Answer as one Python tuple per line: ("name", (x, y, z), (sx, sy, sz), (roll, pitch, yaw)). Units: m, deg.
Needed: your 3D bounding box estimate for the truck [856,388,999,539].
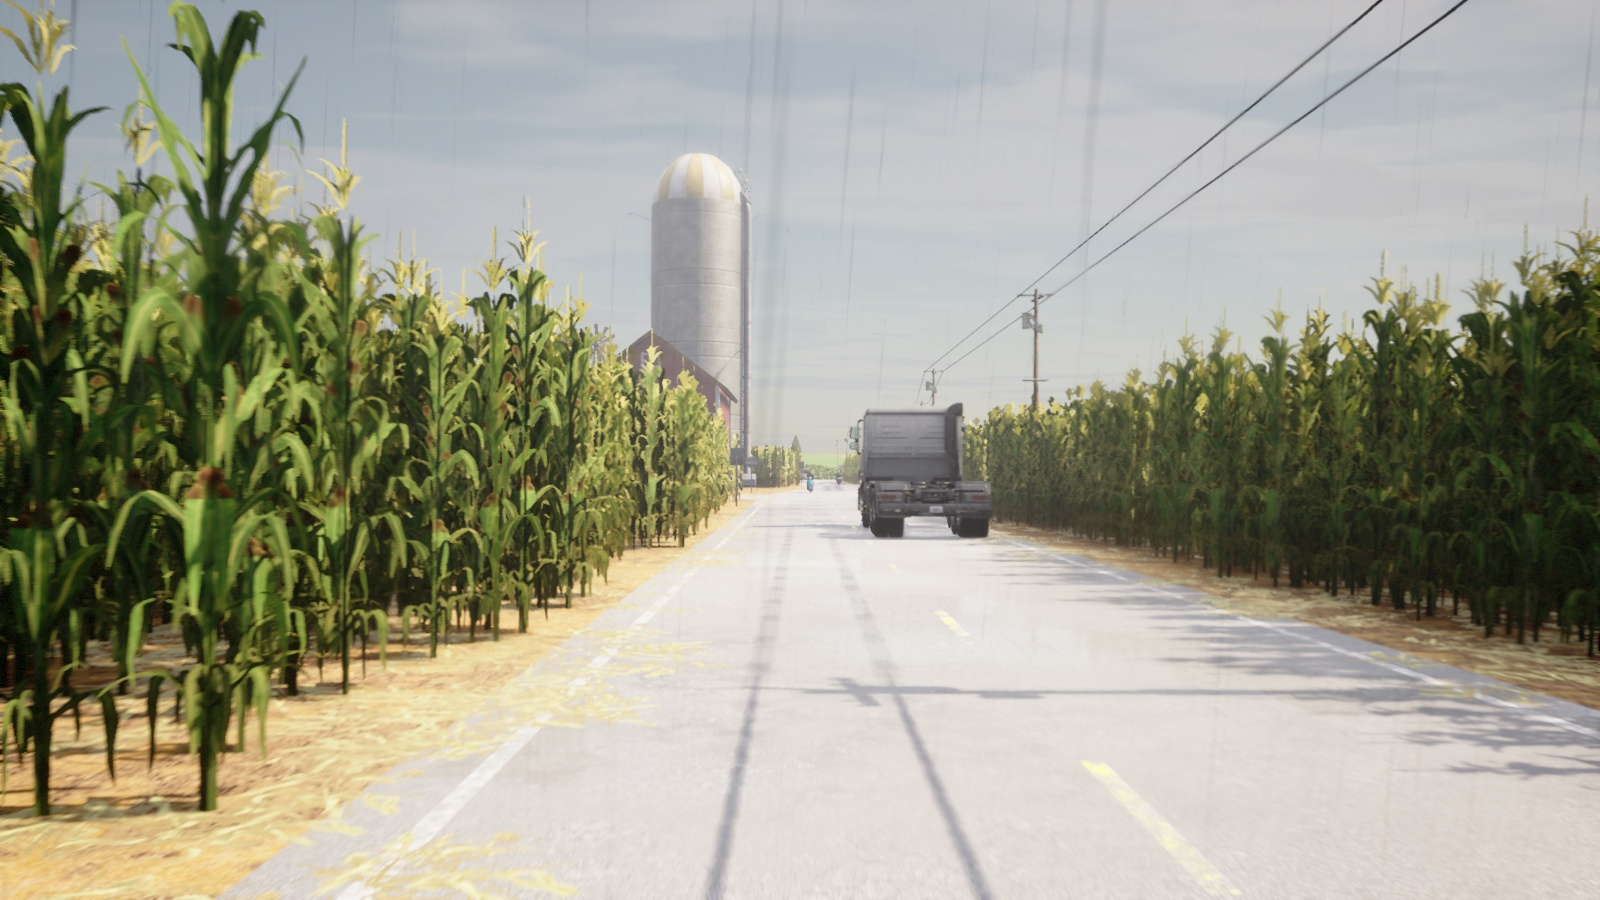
("truck", (3.121, 0.371, 32.901), (2.891, 3.462, 7.936), (0, -1, 0))
